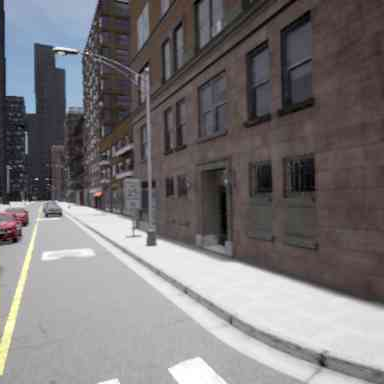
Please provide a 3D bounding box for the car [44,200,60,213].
[{"bbox_3d":[-21.146,2.153,50.123,2.097,1.767,4.553,-1,0,-24],"label":"car"}]

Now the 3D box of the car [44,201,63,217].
[{"bbox_3d":[-16.495,2.198,39.672,2.033,1.411,5.357,-1,0,-24],"label":"car"}]

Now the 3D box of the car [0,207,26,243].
[{"bbox_3d":[-10.435,1.857,18.170,1.882,1.535,5.008,-1,0,-24],"label":"car"}]

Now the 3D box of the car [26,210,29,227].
[{"bbox_3d":[-14.634,2.022,27.633,1.882,1.535,5.008,-1,0,-24],"label":"car"}]

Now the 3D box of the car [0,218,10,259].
[{"bbox_3d":[-6.261,1.705,8.759,2.128,1.511,4.902,-1,0,-26],"label":"car"}]
